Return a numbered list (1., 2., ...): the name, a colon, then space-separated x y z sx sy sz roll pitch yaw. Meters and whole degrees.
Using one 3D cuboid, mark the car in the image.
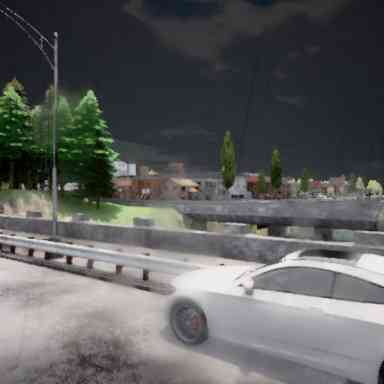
1. car: 1.700 1.553 4.721 4.674 1.442 1.812 0 0 35
